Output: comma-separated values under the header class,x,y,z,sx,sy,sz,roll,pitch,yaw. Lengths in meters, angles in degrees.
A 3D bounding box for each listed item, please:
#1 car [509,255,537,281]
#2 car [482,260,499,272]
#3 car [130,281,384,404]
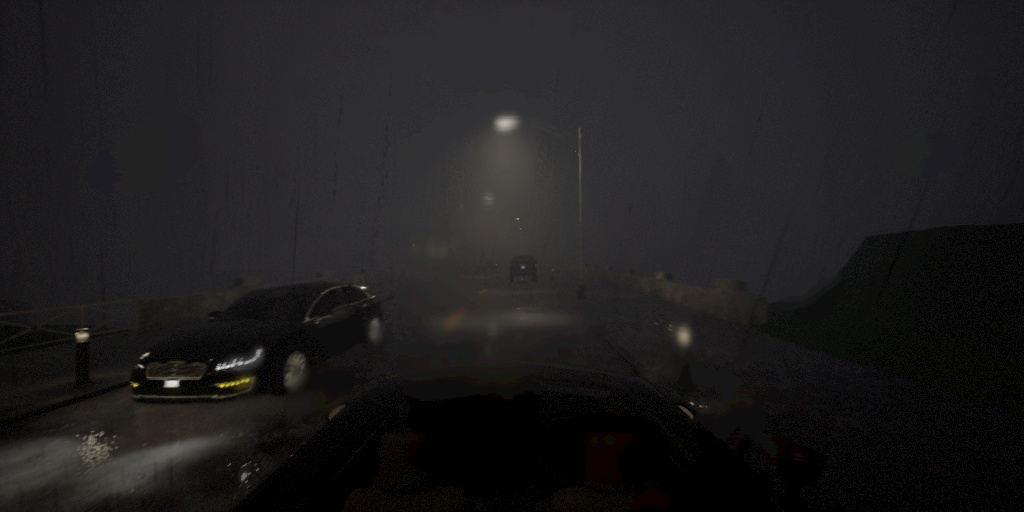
class,x,y,z,sx,sy,sz,roll,pitch,yaw
car,0.954,0.961,30.338,2.150,2.045,5.566,0,0,2
car,-2.717,1.268,45.406,1.837,1.490,4.892,0,1,2
car,-4.020,1.284,6.746,1.837,1.490,4.892,0,0,2
